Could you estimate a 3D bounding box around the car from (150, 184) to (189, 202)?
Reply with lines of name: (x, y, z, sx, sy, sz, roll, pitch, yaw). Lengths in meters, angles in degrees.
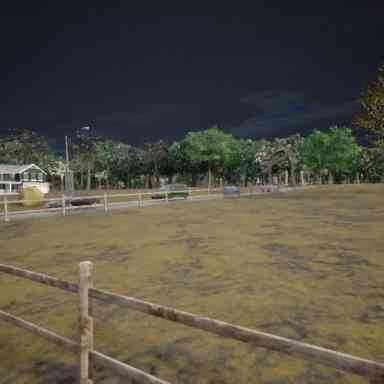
car: (-2.645, 0.075, 40.670, 2.150, 2.045, 5.566, -3, 0, 36)

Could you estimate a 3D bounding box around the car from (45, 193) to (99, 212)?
car: (-10.576, 0.887, 29.529, 1.837, 1.490, 4.892, -3, 0, 36)

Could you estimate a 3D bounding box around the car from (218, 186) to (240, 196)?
car: (5.933, -0.203, 52.564, 1.812, 1.442, 4.674, -3, 1, 36)

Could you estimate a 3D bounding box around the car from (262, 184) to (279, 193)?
car: (13.779, -0.652, 58.627, 1.994, 1.385, 4.181, -3, 1, 36)
